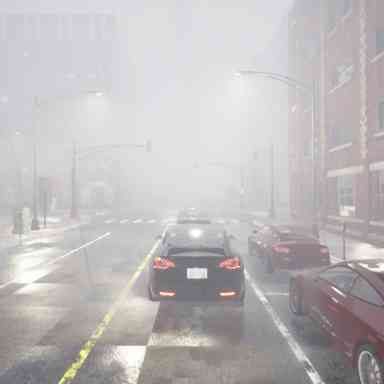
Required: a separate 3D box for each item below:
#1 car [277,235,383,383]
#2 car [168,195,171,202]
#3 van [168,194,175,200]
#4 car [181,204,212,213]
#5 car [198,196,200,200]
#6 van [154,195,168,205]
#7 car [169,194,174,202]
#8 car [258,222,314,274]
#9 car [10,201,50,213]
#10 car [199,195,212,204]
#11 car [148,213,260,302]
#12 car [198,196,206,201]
[{"bbox_3d":[2.664,1.586,4.627,1.802,1.307,4.206,1,0,0],"label":"car"},{"bbox_3d":[-5.726,1.636,65.222,1.802,1.307,4.206,1,0,0],"label":"car"},{"bbox_3d":[-5.743,1.424,93.483,1.690,1.788,3.998,1,0,0],"label":"van"},{"bbox_3d":[0.088,1.561,17.601,2.033,1.411,5.357,0,0,-1],"label":"car"},{"bbox_3d":[2.642,1.615,82.147,1.887,1.381,4.507,1,0,0],"label":"car"},{"bbox_3d":[-5.719,1.390,59.570,1.690,1.788,3.998,1,0,0],"label":"van"},{"bbox_3d":[-5.735,1.647,76.526,1.802,1.307,4.206,1,0,0],"label":"car"},{"bbox_3d":[2.830,1.590,10.283,1.802,1.307,4.206,1,0,0],"label":"car"},{"bbox_3d":[-18.739,1.750,38.650,4.313,1.339,1.947,0,-1,0],"label":"car"},{"bbox_3d":[2.658,1.575,59.707,1.752,1.417,4.829,1,0,0],"label":"car"},{"bbox_3d":[0.094,1.510,8.328,2.163,1.488,4.792,0,0,0],"label":"car"},{"bbox_3d":[2.637,1.642,87.798,1.947,1.339,4.313,1,0,0],"label":"car"}]
